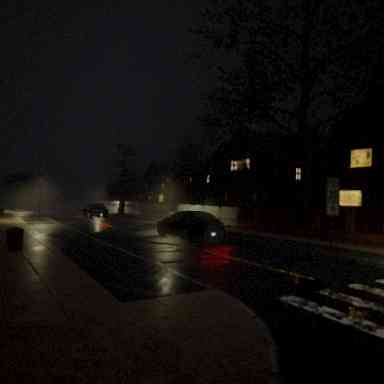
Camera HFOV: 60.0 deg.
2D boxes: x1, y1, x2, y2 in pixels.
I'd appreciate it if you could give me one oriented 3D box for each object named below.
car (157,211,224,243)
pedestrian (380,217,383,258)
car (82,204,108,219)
[{"bbox_3d":[-0.214,1.763,17.859,1.837,1.490,4.892,2,-2,-31],"label":"car"},{"bbox_3d":[6.887,1.383,11.582,0.375,1.860,0.375,1,-1,-31],"label":"pedestrian"},{"bbox_3d":[-10.123,1.986,34.618,1.837,1.490,4.892,2,-2,-31],"label":"car"}]
